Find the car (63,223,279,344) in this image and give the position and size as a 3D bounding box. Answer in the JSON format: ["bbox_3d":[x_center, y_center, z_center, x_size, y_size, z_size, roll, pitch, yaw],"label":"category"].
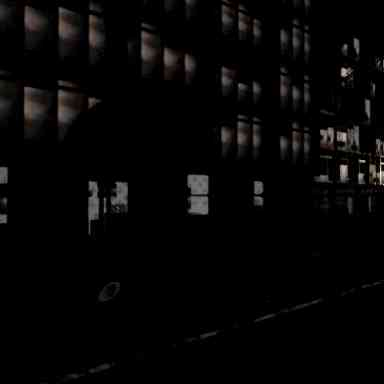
[{"bbox_3d":[-0.262,1.464,6.376,4.097,1.590,1.967,1,0,-35],"label":"car"}]
